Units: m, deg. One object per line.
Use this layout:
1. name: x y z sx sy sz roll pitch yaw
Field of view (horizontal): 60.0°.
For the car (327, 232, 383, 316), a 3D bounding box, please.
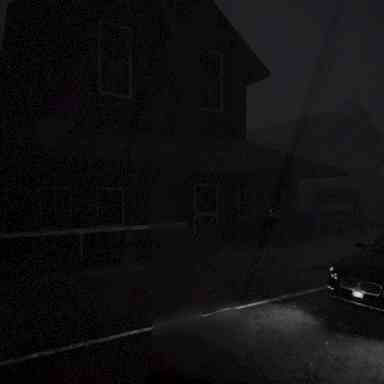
1. car: 4.883 1.504 7.004 4.892 1.490 1.837 0 0 -33
